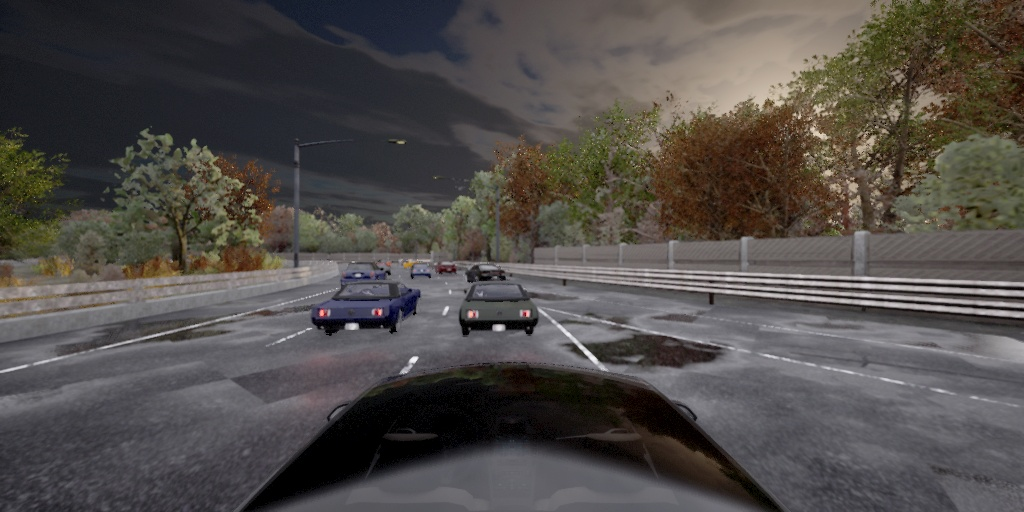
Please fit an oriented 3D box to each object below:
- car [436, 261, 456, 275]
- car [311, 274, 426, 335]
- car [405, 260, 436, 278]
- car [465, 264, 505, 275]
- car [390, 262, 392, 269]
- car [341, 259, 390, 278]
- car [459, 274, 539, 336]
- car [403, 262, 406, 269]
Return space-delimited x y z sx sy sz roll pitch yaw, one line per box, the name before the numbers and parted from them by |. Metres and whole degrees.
car | -7.817 1.354 41.839 1.882 1.535 5.008 0 0 -21
car | -3.984 1.380 10.699 1.895 1.301 4.718 0 0 -5
car | -8.979 1.403 34.889 2.033 1.411 5.357 0 0 -18
car | -2.070 1.305 26.364 1.882 1.535 5.008 0 0 -22
car | -15.251 1.442 41.560 1.994 1.385 4.181 0 0 -22
car | -9.482 1.172 23.159 2.097 1.767 4.553 0 0 -11
car | -0.480 1.378 10.495 1.895 1.301 4.718 0 0 -5
car | -16.686 1.413 59.713 1.882 1.535 5.008 0 0 -31
